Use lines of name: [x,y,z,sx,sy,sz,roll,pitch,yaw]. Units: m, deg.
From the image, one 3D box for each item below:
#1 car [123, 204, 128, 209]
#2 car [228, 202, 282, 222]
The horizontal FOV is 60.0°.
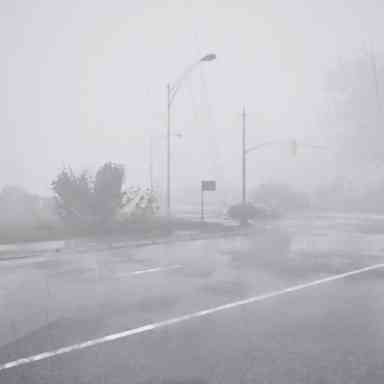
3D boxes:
car: [-10.510,1.507,45.323,1.837,1.490,4.892,0,0,-39]
car: [4.852,1.510,26.240,1.812,1.442,4.674,0,0,-39]
